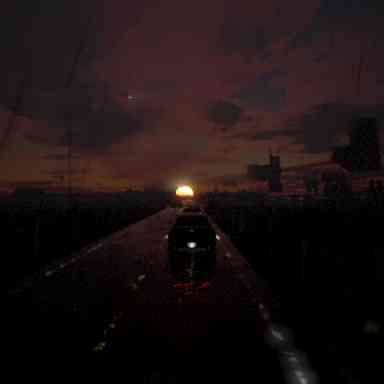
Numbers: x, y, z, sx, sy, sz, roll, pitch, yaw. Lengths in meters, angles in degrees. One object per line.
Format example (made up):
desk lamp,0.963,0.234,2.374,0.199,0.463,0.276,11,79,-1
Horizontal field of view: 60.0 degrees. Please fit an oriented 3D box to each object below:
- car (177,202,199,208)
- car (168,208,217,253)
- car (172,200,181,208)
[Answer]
car,0.007,1.861,29.293,1.994,1.385,4.181,0,-1,0
car,0.005,1.647,14.297,1.837,1.490,4.892,0,0,0
car,-2.748,2.179,61.352,1.812,1.442,4.674,0,-1,0
